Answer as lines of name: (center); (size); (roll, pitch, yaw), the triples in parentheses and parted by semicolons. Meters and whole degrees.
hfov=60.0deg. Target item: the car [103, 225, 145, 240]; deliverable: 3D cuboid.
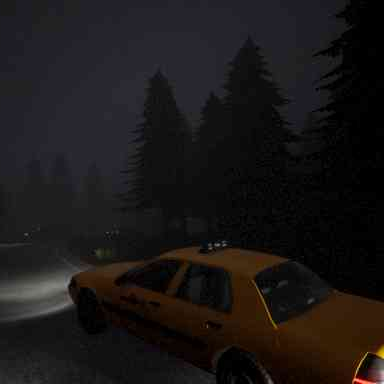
car: (-7.450, 4.511, 36.983); (2.033, 1.411, 5.357); (-4, -8, 20)

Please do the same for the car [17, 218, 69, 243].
car: (-12.674, 3.326, 28.953); (2.150, 2.045, 5.566); (-4, -7, 8)

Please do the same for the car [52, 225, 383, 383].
car: (0.111, 1.441, 4.761); (5.366, 1.575, 1.801); (0, 1, 43)

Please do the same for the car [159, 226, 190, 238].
car: (-2.326, 5.544, 46.289); (1.882, 1.535, 5.008); (-5, -8, 30)
